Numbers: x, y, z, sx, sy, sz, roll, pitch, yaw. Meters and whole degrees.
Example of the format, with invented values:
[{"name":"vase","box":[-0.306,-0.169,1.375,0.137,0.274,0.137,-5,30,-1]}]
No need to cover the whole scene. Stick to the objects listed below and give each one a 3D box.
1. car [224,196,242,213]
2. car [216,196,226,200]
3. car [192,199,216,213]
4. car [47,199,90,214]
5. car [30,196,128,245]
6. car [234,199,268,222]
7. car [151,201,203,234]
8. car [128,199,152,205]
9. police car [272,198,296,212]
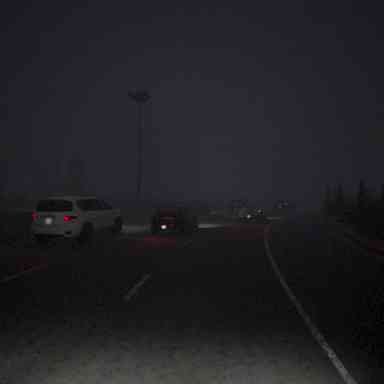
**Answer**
[{"name":"car","box":[5.699,1.547,37.531,2.128,1.511,4.902,0,0,26]},{"name":"car","box":[5.088,1.511,57.181,2.097,1.767,4.553,0,0,36]},{"name":"car","box":[0.608,1.573,34.806,1.812,1.442,4.674,0,0,23]},{"name":"car","box":[-13.728,1.578,37.161,1.812,1.442,4.674,0,0,22]},{"name":"car","box":[-5.213,1.216,15.840,2.150,2.045,5.566,0,0,10]},{"name":"car","box":[4.878,1.547,26.484,1.812,1.442,4.674,0,0,18]},{"name":"car","box":[-0.887,1.510,19.217,1.837,1.490,4.892,0,0,13]},{"name":"car","box":[-6.821,1.651,44.134,1.994,1.385,4.181,0,0,26]},{"name":"police car","box":[11.447,1.569,40.864,2.038,1.542,4.974,0,-1,29]}]
